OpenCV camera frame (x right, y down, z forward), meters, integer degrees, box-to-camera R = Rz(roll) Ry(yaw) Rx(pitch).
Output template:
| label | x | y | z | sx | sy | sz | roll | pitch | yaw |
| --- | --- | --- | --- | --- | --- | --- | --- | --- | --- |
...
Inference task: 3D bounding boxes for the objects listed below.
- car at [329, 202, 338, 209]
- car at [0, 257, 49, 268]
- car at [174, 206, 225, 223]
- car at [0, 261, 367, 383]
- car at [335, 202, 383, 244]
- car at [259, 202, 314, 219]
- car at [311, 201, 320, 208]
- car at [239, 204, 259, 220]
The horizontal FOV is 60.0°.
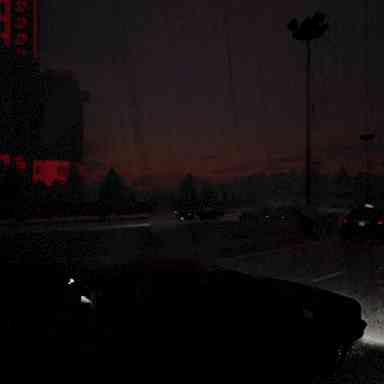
| label | x | y | z | sx | sy | sz | roll | pitch | yaw |
| --- | --- | --- | --- | --- | --- | --- | --- | --- | --- |
| car | 26.474 | 2.490 | 61.101 | 1.895 | 1.301 | 4.718 | 0 | -1 | 17 |
| car | -3.992 | 1.581 | 5.390 | 4.181 | 1.385 | 1.994 | 1 | -1 | -35 |
| car | 0.684 | 1.873 | 28.482 | 1.895 | 1.301 | 4.718 | 0 | -1 | 42 |
| car | -0.067 | 1.578 | 3.872 | 5.357 | 1.411 | 2.033 | 1 | -1 | -38 |
| car | 9.506 | 1.569 | 17.247 | 2.097 | 1.767 | 4.553 | 0 | -1 | 44 |
| car | 7.325 | 1.793 | 25.503 | 1.837 | 1.490 | 4.892 | 0 | -1 | 40 |
| car | 24.182 | 2.512 | 66.277 | 1.994 | 1.385 | 4.181 | 0 | -1 | 13 |
| car | 6.002 | 1.800 | 29.351 | 1.882 | 1.535 | 5.008 | 0 | -1 | 39 |
